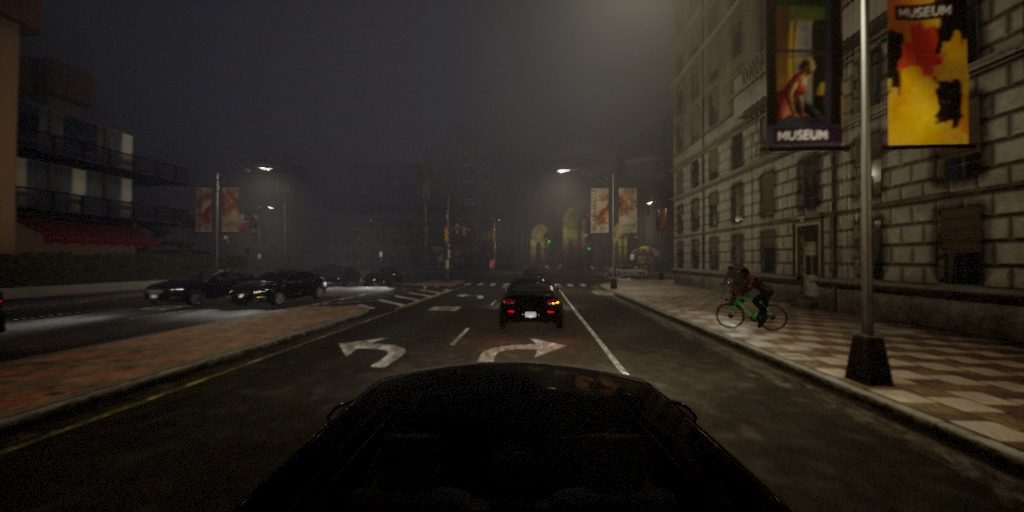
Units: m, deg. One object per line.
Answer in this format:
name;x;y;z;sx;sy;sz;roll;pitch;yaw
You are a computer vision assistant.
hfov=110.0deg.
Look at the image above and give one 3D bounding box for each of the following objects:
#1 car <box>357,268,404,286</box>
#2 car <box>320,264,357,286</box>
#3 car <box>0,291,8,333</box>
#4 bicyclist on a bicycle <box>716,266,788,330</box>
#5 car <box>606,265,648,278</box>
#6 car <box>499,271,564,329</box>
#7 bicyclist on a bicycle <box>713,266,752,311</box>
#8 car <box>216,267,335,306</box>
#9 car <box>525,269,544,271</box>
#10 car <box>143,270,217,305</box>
car;-10.079;1.601;28.301;1.994;1.385;4.181;0;-1;1
car;-13.797;1.586;29.075;2.033;1.411;5.357;0;-1;-6
car;-11.496;0.983;4.915;2.150;2.045;5.566;0;-1;4
bicyclist on a bicycle;6.369;1.155;9.562;1.656;1.620;0.582;0;-1;19
car;13.347;1.769;41.700;4.674;1.442;1.812;0;-1;4
car;0.649;1.393;11.663;1.812;1.442;4.674;0;-1;4
bicyclist on a bicycle;8.579;1.211;13.936;1.656;1.620;0.582;0;-1;-30
car;-10.706;1.409;16.806;1.837;1.490;4.892;0;-1;4
car;1.471;1.528;23.172;1.812;1.442;4.674;0;-1;4
car;-14.222;1.386;16.842;2.128;1.511;4.902;0;-1;4
